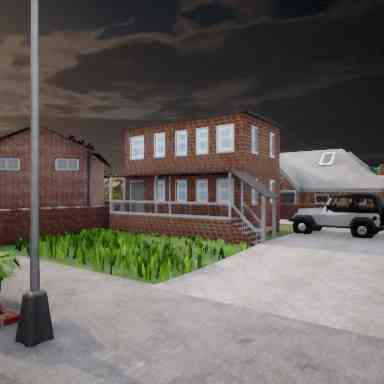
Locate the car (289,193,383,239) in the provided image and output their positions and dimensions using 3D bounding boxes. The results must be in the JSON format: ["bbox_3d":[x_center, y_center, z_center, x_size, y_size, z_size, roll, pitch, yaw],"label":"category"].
[{"bbox_3d":[6.274,0.970,14.176,3.866,1.878,1.905,0,0,36],"label":"car"}]
